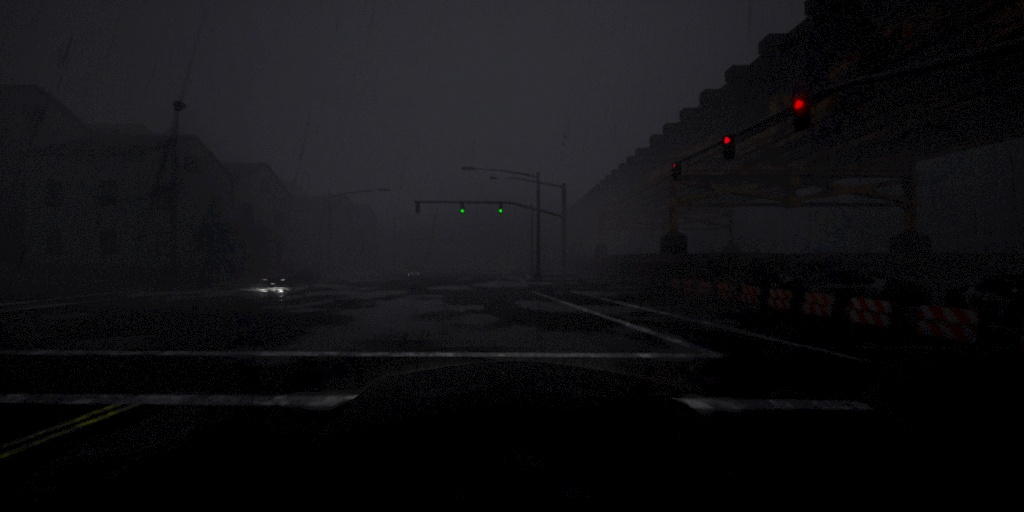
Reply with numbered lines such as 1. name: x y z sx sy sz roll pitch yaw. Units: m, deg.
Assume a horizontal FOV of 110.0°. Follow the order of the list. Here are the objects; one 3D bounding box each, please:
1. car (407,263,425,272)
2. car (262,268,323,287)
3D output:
1. car: -16.574 1.927 62.438 2.033 1.411 5.357 0 -1 1
2. car: -17.370 1.656 28.772 2.033 1.411 5.357 0 0 1
